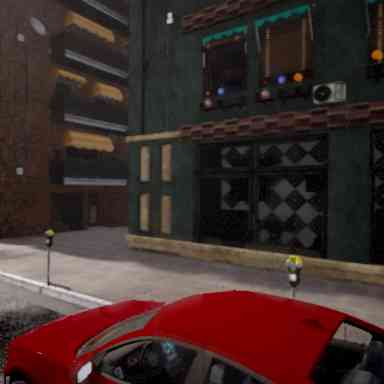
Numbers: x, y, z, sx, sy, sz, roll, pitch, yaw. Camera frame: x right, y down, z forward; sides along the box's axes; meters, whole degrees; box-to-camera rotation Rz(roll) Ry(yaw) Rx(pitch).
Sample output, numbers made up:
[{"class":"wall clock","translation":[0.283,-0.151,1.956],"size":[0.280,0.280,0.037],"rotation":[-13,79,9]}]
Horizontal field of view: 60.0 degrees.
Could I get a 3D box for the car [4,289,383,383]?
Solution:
[{"class":"car","translation":[0.202,1.550,2.713],"size":[4.507,1.381,1.887],"rotation":[0,1,36]}]
